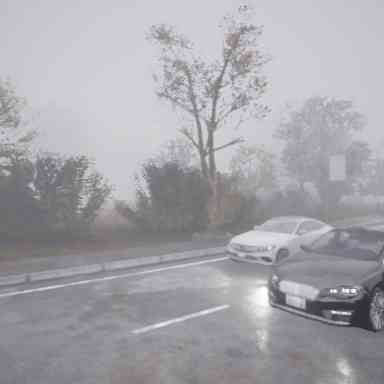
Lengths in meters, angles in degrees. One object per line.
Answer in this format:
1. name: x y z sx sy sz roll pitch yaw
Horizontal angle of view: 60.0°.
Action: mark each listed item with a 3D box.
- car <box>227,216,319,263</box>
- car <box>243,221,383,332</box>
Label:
1. car: 3.221 1.556 11.154 4.674 1.442 1.812 0 0 -40
2. car: 3.593 1.501 6.956 4.902 1.511 2.128 -1 0 -39
